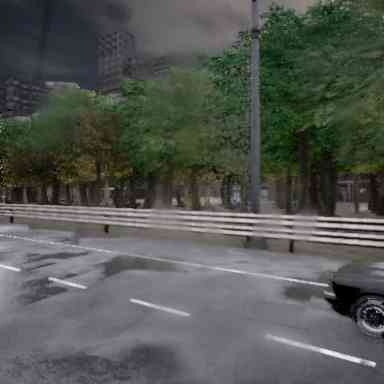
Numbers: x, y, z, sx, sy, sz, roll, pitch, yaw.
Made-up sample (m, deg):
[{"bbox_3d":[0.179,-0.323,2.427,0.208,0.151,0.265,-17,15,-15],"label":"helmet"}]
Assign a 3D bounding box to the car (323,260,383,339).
[{"bbox_3d":[4.555,1.602,4.920,4.718,1.301,1.895,0,0,35],"label":"car"}]
